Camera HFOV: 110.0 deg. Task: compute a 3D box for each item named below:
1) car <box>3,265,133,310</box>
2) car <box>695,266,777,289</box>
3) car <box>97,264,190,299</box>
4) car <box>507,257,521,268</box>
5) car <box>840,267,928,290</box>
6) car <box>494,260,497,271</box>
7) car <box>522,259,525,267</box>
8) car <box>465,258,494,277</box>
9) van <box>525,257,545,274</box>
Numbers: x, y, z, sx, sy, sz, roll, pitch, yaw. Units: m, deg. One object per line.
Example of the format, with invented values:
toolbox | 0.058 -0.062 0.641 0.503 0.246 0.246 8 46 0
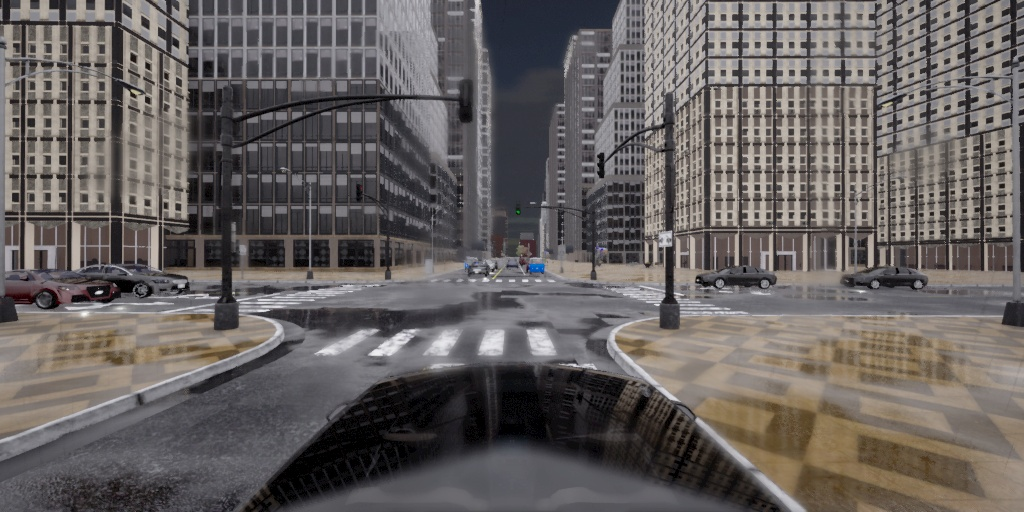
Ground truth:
car | -17.424 1.169 13.362 4.181 1.385 1.994 0 0 -1
car | 14.869 1.396 23.953 4.892 1.490 1.837 0 0 1
car | -17.809 1.109 16.606 4.902 1.511 2.128 0 0 -1
car | 0.076 1.312 62.365 1.994 1.385 4.181 0 0 0
car | 25.020 1.461 24.203 4.892 1.490 1.837 0 0 -1
car | -3.191 1.275 45.797 1.812 1.442 4.674 0 0 0
car | 2.618 1.295 45.327 1.888 1.381 4.507 0 0 0
car | -3.231 1.241 35.622 2.128 1.511 4.902 0 0 0
van | 2.687 1.090 39.789 1.690 1.789 3.998 0 0 0
